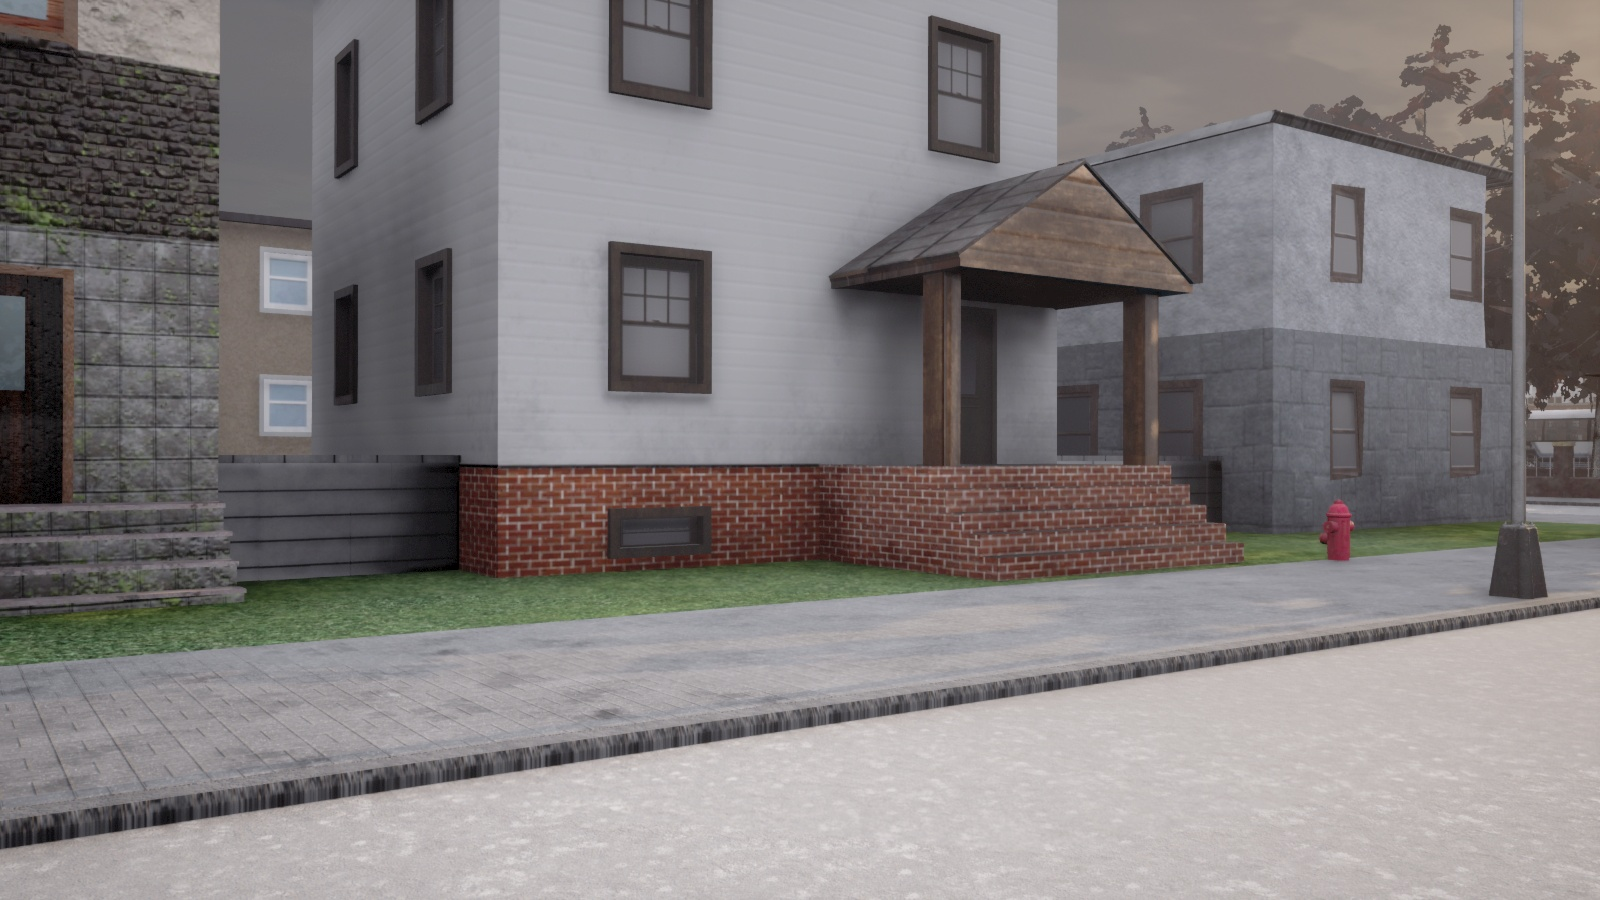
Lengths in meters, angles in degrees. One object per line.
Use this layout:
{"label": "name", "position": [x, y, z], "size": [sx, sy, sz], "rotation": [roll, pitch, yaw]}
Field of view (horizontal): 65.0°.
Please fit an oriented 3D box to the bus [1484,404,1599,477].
{"label": "bus", "position": [47.707, -0.547, 76.169], "size": [3.944, 4.253, 10.273], "rotation": [0, 0, -34]}
